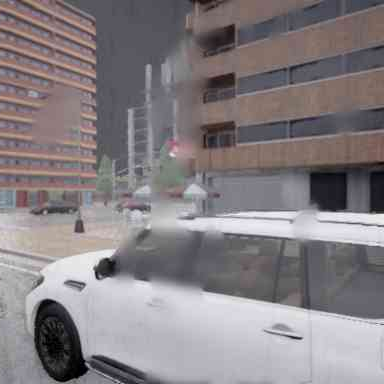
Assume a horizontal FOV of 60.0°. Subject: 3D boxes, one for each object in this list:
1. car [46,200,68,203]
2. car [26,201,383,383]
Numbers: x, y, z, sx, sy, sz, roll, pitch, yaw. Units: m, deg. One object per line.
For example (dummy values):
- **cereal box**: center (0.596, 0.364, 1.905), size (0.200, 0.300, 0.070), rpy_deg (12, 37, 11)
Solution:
- **car**: center (-14.340, 1.646, 34.581), size (1.837, 1.490, 4.892), rpy_deg (0, 0, 37)
- **car**: center (0.402, 1.229, 3.771), size (5.566, 2.045, 2.150), rpy_deg (0, 0, 36)
